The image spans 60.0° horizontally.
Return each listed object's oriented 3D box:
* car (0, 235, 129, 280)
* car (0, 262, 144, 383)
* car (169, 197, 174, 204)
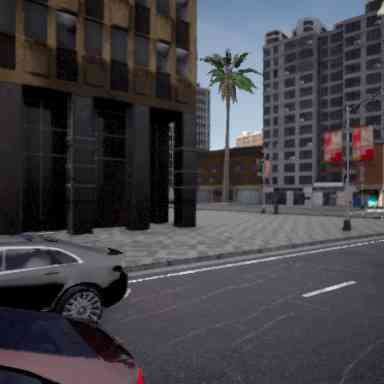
[{"bbox_3d":[-3.409,1.493,5.245,4.902,1.511,2.128,0,0,-35],"label":"car"},{"bbox_3d":[-2.346,1.559,2.009,4.181,1.385,1.994,0,0,-35],"label":"car"},{"bbox_3d":[-2.998,1.604,60.422,4.674,1.442,1.812,1,0,45],"label":"car"}]
